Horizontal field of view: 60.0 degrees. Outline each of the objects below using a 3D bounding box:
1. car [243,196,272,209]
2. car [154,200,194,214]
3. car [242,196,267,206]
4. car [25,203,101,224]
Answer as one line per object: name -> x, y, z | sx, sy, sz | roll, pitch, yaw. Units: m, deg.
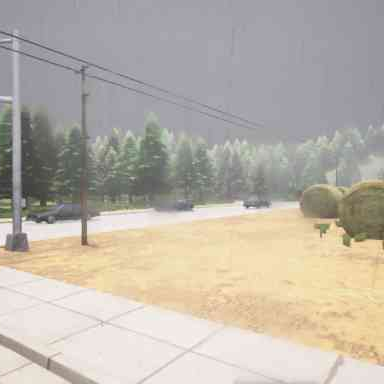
car -> 8.502, 1.413, 43.083 | 2.033, 1.411, 5.357 | 0, 0, 37
car -> -1.840, 1.540, 35.352 | 1.895, 1.301, 4.718 | 0, 0, 37
car -> 9.611, 1.366, 50.624 | 1.812, 1.442, 4.674 | 0, 0, 37
car -> -9.513, 1.554, 25.021 | 2.033, 1.411, 5.357 | 0, 0, 37
